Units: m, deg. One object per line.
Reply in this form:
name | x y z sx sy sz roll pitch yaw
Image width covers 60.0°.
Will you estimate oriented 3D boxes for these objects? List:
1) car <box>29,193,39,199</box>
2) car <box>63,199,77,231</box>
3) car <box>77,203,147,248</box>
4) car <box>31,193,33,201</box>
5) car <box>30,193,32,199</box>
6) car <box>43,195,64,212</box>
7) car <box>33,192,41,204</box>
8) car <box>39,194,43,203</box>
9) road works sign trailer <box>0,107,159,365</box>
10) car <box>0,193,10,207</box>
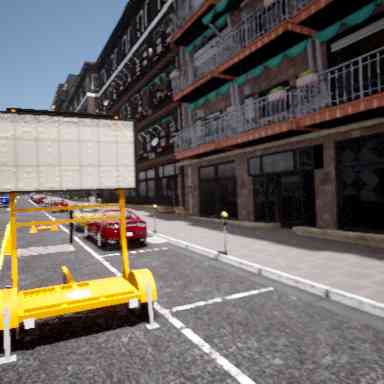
car | -39.177 0.994 82.292 1.967 1.590 4.097 -1 0 -28
car | -5.900 1.291 18.747 1.752 1.417 4.829 -1 1 -28
car | -3.256 1.338 13.695 1.887 1.381 4.507 -1 1 -28
car | -26.327 1.149 57.801 1.887 1.381 4.507 -1 0 -28
car | -28.885 1.031 62.706 1.967 1.590 4.097 -1 0 -28
car | -13.511 1.240 33.297 1.887 1.381 4.507 -1 1 -28
car | -23.764 1.163 52.901 1.887 1.381 4.507 -1 0 -28
car | -16.075 1.224 38.199 2.008 1.369 4.403 -1 1 -28
road works sign trailer | -2.194 0.386 5.991 2.380 3.560 2.880 -2 1 -27
car | -25.789 1.040 45.247 2.150 2.045 5.566 -2 1 -28
